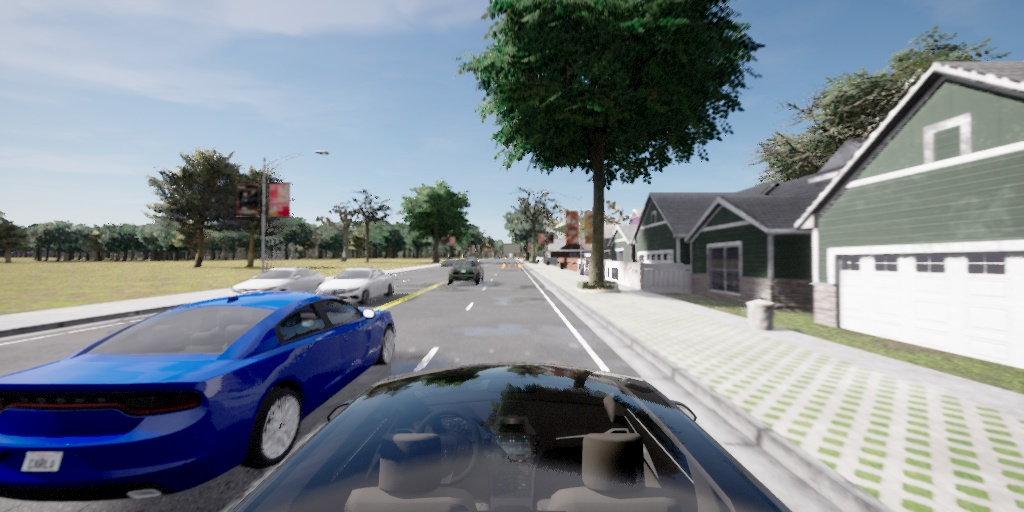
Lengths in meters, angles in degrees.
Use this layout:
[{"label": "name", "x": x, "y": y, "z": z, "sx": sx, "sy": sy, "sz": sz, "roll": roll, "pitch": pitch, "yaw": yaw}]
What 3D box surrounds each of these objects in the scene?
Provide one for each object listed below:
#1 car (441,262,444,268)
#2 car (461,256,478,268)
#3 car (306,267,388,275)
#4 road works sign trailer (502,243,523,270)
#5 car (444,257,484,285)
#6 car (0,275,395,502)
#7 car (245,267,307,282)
[{"label": "car", "x": -9.824, "y": 1.145, "z": 56.411, "sx": 1.994, "sy": 1.385, "sz": 4.181, "roll": 0, "pitch": 0, "yaw": 0}, {"label": "car", "x": -6.577, "y": 0.933, "z": 56.476, "sx": 2.097, "sy": 1.767, "sz": 4.553, "roll": 0, "pitch": 0, "yaw": 0}, {"label": "car", "x": -6.604, "y": 1.220, "z": 15.586, "sx": 1.812, "sy": 1.442, "sz": 4.674, "roll": 0, "pitch": 0, "yaw": 0}, {"label": "road works sign trailer", "x": -0.015, "y": 0.066, "z": 47.195, "sx": 2.380, "sy": 3.560, "sz": 2.880, "roll": 0, "pitch": 0, "yaw": 0}, {"label": "car", "x": -3.159, "y": 1.013, "z": 25.405, "sx": 2.097, "sy": 1.767, "sz": 4.553, "roll": 0, "pitch": 0, "yaw": 0}, {"label": "car", "x": -3.152, "y": 1.214, "z": 4.880, "sx": 1.882, "sy": 1.535, "sz": 5.008, "roll": 0, "pitch": 0, "yaw": 0}, {"label": "car", "x": -9.853, "y": 1.220, "z": 15.580, "sx": 1.812, "sy": 1.442, "sz": 4.674, "roll": 0, "pitch": 0, "yaw": 0}]
